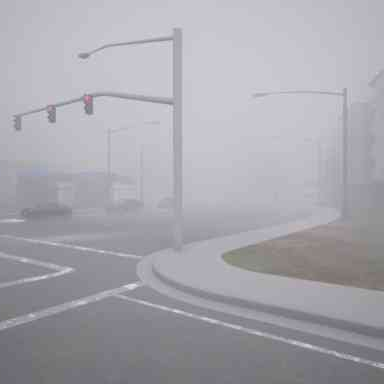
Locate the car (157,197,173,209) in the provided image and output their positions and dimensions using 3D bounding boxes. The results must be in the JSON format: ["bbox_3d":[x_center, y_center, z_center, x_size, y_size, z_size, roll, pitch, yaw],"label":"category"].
[{"bbox_3d":[-3.205,1.504,45.338,1.837,1.490,4.892,0,0,15],"label":"car"}]

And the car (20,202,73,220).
[{"bbox_3d":[-12.428,1.564,28.604,1.994,1.385,4.181,0,0,36],"label":"car"}]

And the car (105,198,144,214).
[{"bbox_3d":[-7.251,1.478,36.087,1.882,1.535,5.008,0,0,30],"label":"car"}]
